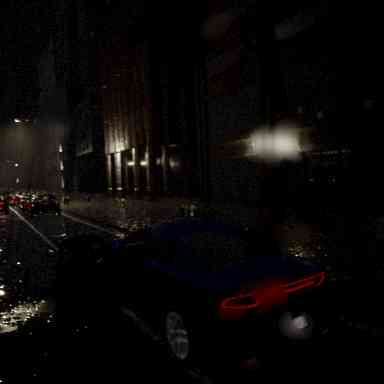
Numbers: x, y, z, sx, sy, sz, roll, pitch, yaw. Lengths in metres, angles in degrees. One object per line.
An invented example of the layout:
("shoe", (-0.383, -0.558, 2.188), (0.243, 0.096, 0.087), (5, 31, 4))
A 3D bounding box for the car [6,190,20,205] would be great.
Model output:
("car", (-19.393, 0.566, 37.514), (1.967, 1.590, 4.097), (-4, 3, -32))

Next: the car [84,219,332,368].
("car", (-0.165, 1.208, 5.658), (1.882, 1.535, 5.008), (-4, 3, -32))

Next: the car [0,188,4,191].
("car", (-23.064, 0.725, 38.287), (1.882, 1.535, 5.008), (-4, 3, -31))

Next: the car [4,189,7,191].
("car", (-22.373, 0.604, 42.349), (1.947, 1.339, 4.313), (-4, 3, -32))

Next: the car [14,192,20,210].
("car", (-13.418, 0.867, 27.863), (1.947, 1.339, 4.313), (-4, 3, -32))

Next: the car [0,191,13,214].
("car", (-15.464, 0.974, 26.040), (1.837, 1.490, 4.892), (-4, 3, -31))

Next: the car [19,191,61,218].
("car", (-10.437, 0.829, 23.029), (1.967, 1.590, 4.097), (-4, 3, -32))

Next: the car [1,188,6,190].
("car", (-34.315, 0.272, 61.664), (1.802, 1.307, 4.206), (-4, 3, -32))
